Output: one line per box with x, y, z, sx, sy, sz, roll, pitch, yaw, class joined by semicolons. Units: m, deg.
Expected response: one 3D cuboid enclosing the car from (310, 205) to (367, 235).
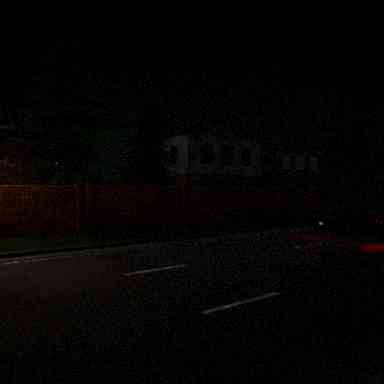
8.628;1.443;18.497;5.008;1.535;1.882;0;0;-35;car

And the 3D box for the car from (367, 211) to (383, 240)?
10.495;1.444;15.529;5.008;1.535;1.882;0;0;-35;car
